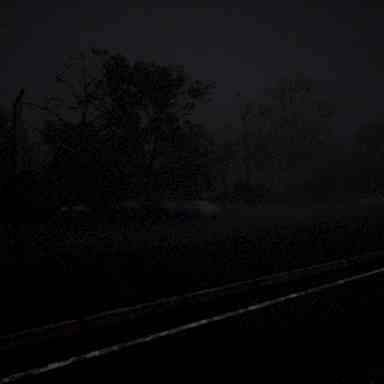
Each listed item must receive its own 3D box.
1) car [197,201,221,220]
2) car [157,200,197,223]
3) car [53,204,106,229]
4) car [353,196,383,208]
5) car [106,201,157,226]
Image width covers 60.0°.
[{"bbox_3d":[0.425,1.408,26.831,2.002,1.452,4.674,0,0,-35],"label":"car"},{"bbox_3d":[-2.145,1.383,25.012,2.097,1.535,5.008,0,0,-35],"label":"car"},{"bbox_3d":[-7.475,1.456,21.206,2.002,1.452,4.674,0,0,-35],"label":"car"},{"bbox_3d":[23.631,1.232,43.350,2.097,1.535,5.008,0,0,-35],"label":"car"},{"bbox_3d":[-4.805,1.401,23.104,2.231,1.521,4.892,0,0,-35],"label":"car"}]
